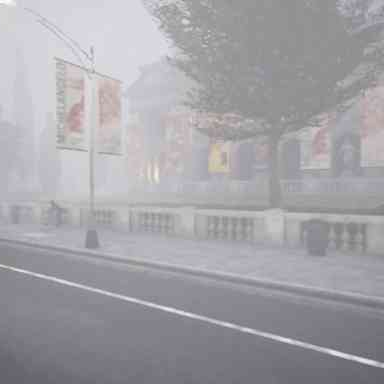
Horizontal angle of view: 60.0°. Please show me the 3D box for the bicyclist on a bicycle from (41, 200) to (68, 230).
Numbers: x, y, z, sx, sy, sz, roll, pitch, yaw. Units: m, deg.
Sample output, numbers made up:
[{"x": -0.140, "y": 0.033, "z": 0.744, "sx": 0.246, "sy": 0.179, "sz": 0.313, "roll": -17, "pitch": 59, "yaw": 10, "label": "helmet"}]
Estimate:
[{"x": -7.467, "y": 1.249, "z": 18.099, "sx": 0.582, "sy": 1.620, "sz": 1.656, "roll": 0, "pitch": 0, "yaw": 34, "label": "bicyclist on a bicycle"}]
